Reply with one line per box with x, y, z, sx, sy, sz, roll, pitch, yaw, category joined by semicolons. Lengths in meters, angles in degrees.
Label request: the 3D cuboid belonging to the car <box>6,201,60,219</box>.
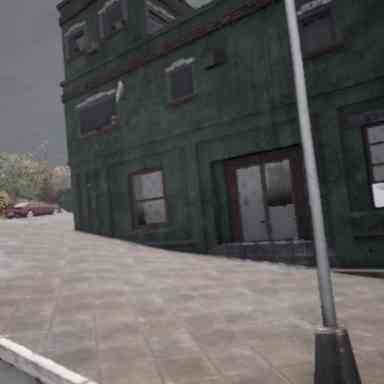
-13.961;1.584;29.445;1.882;1.535;5.008;-7;-1;18;car
